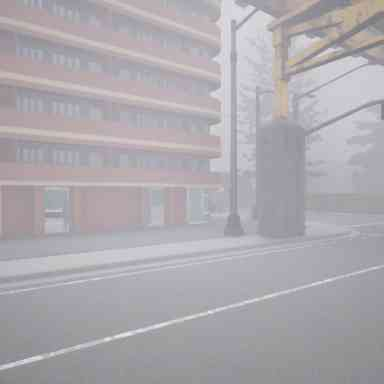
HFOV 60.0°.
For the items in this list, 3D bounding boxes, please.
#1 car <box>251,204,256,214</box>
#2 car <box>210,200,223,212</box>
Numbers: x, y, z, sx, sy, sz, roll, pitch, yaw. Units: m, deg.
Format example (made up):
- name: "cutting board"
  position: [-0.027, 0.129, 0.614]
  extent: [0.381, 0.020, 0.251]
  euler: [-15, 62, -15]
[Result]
- name: "car"
  position: [7.367, 1.478, 29.209]
  extent: [1.882, 1.535, 5.008]
  euler: [0, 0, -35]
- name: "car"
  position: [1.464, 1.526, 37.597]
  extent: [1.812, 1.442, 4.674]
  euler: [0, 0, -35]
